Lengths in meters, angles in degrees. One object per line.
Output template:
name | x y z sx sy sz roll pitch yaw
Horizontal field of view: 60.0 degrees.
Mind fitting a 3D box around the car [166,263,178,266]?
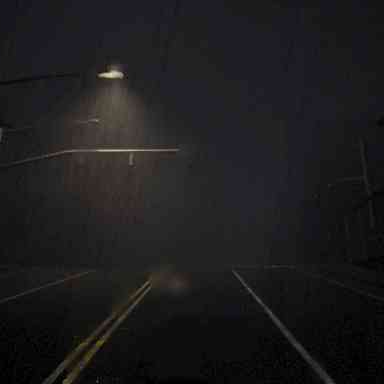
car | -2.494 9.722 41.661 1.837 1.490 4.892 0 -14 2
